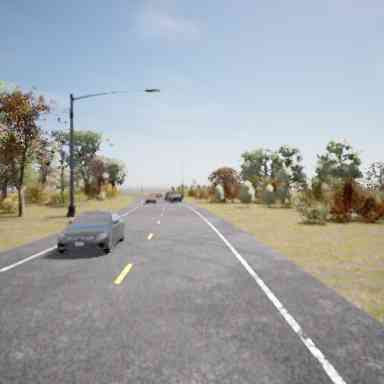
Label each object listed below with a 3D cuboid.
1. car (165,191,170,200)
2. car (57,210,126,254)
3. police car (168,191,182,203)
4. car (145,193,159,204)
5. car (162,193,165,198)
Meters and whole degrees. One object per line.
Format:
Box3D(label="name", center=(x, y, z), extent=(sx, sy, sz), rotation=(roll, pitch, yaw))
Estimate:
Box3D(label="car", center=(-4.241, 1.167, 71.563), extent=(1.837, 1.490, 4.892), rotation=(0, 0, -8))
Box3D(label="car", center=(-3.831, 1.472, 13.431), extent=(1.812, 1.442, 4.674), rotation=(0, 0, -2))
Box3D(label="police car", center=(-2.898, 1.139, 61.709), extent=(1.930, 1.638, 5.238), rotation=(0, 0, -7))
Box3D(label="car", center=(-6.823, 1.228, 55.718), extent=(1.882, 1.535, 5.008), rotation=(0, 0, -6))
Box3D(label="car", center=(-5.159, 0.850, 77.557), extent=(2.150, 2.045, 5.566), rotation=(0, 0, -9))
